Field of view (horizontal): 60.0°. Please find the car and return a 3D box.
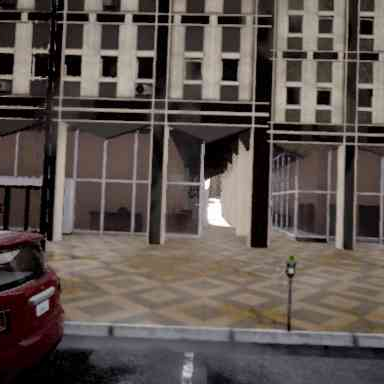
[{"bbox_3d":[-4.093,1.335,3.864,5.009,1.841,2.192,2,-1,2],"label":"car"}]
